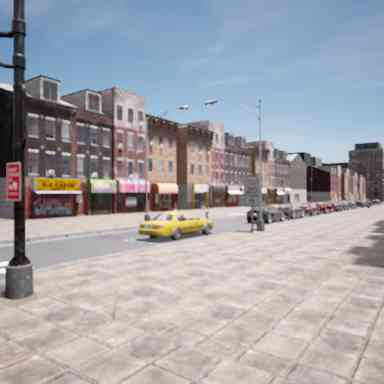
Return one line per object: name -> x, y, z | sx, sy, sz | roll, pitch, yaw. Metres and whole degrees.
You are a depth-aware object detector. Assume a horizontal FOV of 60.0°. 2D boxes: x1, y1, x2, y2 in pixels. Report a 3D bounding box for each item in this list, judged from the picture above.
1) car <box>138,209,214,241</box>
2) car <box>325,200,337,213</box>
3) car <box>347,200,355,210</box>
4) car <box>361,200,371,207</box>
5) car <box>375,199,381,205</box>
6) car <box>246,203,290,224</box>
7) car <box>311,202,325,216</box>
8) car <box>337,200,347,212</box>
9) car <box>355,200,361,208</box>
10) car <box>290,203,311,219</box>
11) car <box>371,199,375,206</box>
car -> -0.643, 1.578, 17.097 | 1.752, 1.417, 4.829 | -1, -1, 35
car -> 15.585, 1.814, 39.863 | 1.887, 1.381, 4.507 | -1, -1, 35
car -> 22.116, 1.932, 49.025 | 2.008, 1.369, 4.403 | -1, -1, 35
car -> 31.913, 2.127, 62.769 | 2.008, 1.369, 4.403 | -1, -1, 35
car -> 44.972, 2.441, 81.090 | 2.008, 1.369, 4.403 | -1, -2, 35
car -> 5.790, 1.695, 26.121 | 1.947, 1.339, 4.313 | -1, -1, 35
car -> 12.320, 1.801, 35.282 | 1.802, 1.307, 4.206 | -1, -1, 35
car -> 18.850, 1.764, 44.446 | 1.967, 1.590, 4.097 | -1, -1, 35
car -> 25.381, 1.993, 53.606 | 2.008, 1.369, 4.403 | -1, -1, 35
car -> 9.055, 1.723, 30.702 | 2.008, 1.369, 4.403 | -1, -1, 35
car -> 35.177, 2.192, 67.349 | 1.887, 1.381, 4.507 | -1, -2, 35
